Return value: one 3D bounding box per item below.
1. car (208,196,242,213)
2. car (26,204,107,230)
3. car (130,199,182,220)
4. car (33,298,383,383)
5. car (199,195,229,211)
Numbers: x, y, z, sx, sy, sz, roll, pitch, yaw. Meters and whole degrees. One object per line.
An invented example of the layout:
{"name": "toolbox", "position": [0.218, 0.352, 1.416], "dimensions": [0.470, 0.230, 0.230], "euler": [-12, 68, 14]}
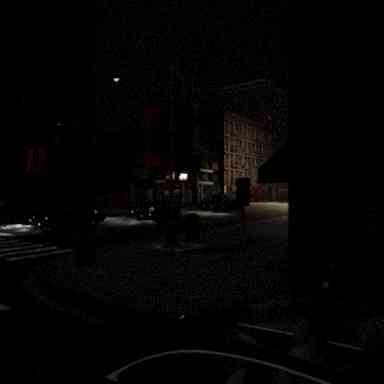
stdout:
{"name": "car", "position": [4.304, 1.609, 39.841], "dimensions": [1.882, 1.535, 5.008], "euler": [0, 0, 36]}
{"name": "car", "position": [-8.190, 1.691, 22.376], "dimensions": [1.895, 1.301, 4.718], "euler": [0, 0, 36]}
{"name": "car", "position": [-2.928, 1.458, 29.740], "dimensions": [2.097, 1.767, 4.553], "euler": [0, 0, 35]}
{"name": "car", "position": [0.535, 1.554, 2.467], "dimensions": [4.403, 1.369, 2.008], "euler": [0, 0, 36]}
{"name": "car", "position": [3.109, 1.365, 43.752], "dimensions": [2.150, 2.045, 5.566], "euler": [0, 0, 36]}
